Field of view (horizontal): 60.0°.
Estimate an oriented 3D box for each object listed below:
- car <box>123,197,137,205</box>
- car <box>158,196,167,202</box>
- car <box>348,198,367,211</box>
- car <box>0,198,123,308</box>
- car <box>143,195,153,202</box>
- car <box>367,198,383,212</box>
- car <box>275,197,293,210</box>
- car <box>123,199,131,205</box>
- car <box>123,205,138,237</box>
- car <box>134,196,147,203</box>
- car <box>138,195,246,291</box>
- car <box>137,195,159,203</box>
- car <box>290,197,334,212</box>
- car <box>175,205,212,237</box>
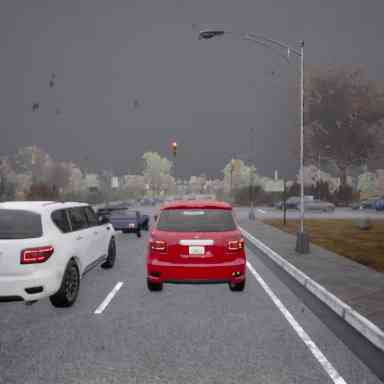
[{"bbox_3d":[-10.657,1.598,54.423,1.895,1.301,4.718,0,0,1],"label":"car"},{"bbox_3d":[-7.074,1.592,80.318,1.895,1.301,4.718,0,0,0],"label":"car"},{"bbox_3d":[21.725,1.497,40.569,4.892,1.490,1.837,0,0,3],"label":"car"},{"bbox_3d":[-3.407,1.221,8.069,2.150,2.045,5.566,0,0,0],"label":"car"},{"bbox_3d":[-10.573,1.549,80.098,1.994,1.385,4.181,0,0,0],"label":"car"},{"bbox_3d":[23.079,1.211,36.990,5.566,2.045,2.150,0,0,3],"label":"car"},{"bbox_3d":[12.594,1.350,41.060,4.553,1.767,2.097,0,0,3],"label":"car"},{"bbox_3d":[-7.127,1.599,29.770,1.895,1.301,4.718,0,0,0],"label":"car"},{"bbox_3d":[-3.415,1.600,17.837,1.895,1.301,4.718,0,0,0],"label":"car"},{"bbox_3d":[-10.563,1.560,68.546,1.994,1.385,4.181,0,0,0],"label":"car"},{"bbox_3d":[0.090,1.221,9.131,2.150,2.045,5.566,0,0,0],"label":"car"},{"bbox_3d":[-7.125,1.350,54.365,2.097,1.767,4.553,0,0,0],"label":"car"},{"bbox_3d":[13.743,1.562,37.491,4.181,1.385,1.994,0,0,3],"label":"car"},{"bbox_3d":[0.084,1.525,18.824,1.812,1.442,4.674,0,0,0],"label":"car"}]
